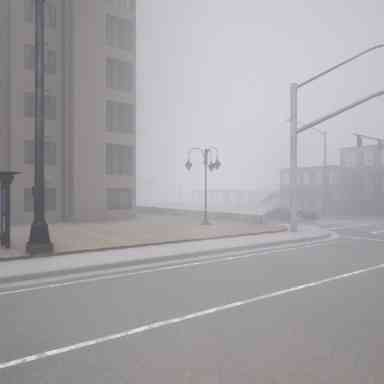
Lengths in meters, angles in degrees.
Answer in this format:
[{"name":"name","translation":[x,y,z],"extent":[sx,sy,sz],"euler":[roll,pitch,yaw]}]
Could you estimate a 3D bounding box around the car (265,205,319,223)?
[{"name":"car","translation":[8.797,1.913,29.560],"extent":[1.882,1.535,5.008],"euler":[0,-5,-36]}]
